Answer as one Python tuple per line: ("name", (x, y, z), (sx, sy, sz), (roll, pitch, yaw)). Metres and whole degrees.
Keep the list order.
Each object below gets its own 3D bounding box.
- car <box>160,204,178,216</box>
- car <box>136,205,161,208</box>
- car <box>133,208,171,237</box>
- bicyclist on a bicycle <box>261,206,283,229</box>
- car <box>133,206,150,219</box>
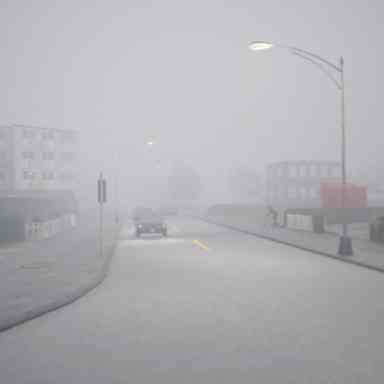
("car", (-3.050, 2.587, 46.124), (1.994, 1.385, 4.181), (0, -1, -10))
("car", (-4.409, 2.203, 30.702), (2.128, 1.511, 4.902), (0, -1, -10))
("car", (-2.727, 2.027, 21.705), (1.812, 1.442, 4.674), (0, -1, -11))
("bicyclist on a bicycle", (5.532, 1.782, 23.108), (1.656, 1.620, 0.582), (-1, -1, -11))
("car", (-6.219, 2.469, 40.591), (1.812, 1.442, 4.674), (0, -1, -10))
